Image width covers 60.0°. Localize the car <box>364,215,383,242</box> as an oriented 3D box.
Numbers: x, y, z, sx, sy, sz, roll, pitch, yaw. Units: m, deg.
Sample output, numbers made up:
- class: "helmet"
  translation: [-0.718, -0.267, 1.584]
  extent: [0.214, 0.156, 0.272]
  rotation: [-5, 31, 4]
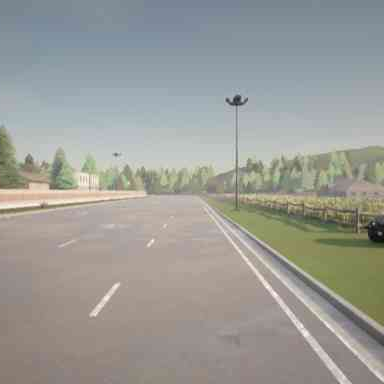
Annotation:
- class: "car"
  translation: [8.922, 1.160, 12.754]
  extent: [3.866, 1.878, 1.905]
  rotation: [0, 0, 0]
